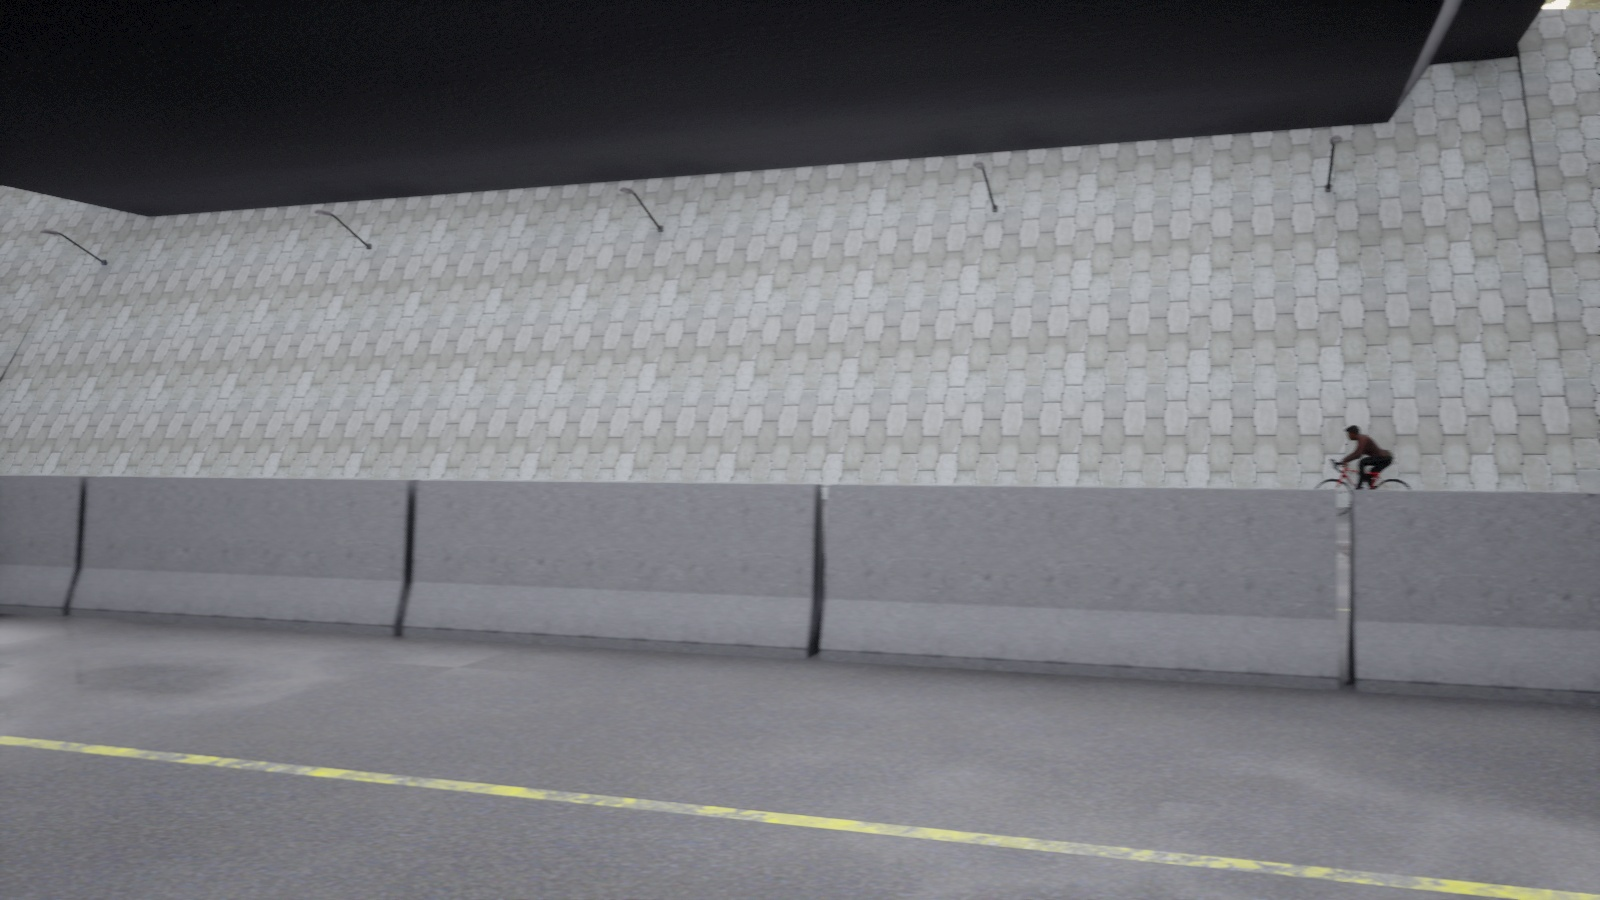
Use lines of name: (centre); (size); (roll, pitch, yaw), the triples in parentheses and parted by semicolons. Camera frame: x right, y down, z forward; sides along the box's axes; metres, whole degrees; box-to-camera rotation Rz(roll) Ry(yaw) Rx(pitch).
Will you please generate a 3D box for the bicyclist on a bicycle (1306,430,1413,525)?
bicyclist on a bicycle: (9.797, 0.463, 22.051); (1.656, 1.620, 0.582); (0, 1, 19)
